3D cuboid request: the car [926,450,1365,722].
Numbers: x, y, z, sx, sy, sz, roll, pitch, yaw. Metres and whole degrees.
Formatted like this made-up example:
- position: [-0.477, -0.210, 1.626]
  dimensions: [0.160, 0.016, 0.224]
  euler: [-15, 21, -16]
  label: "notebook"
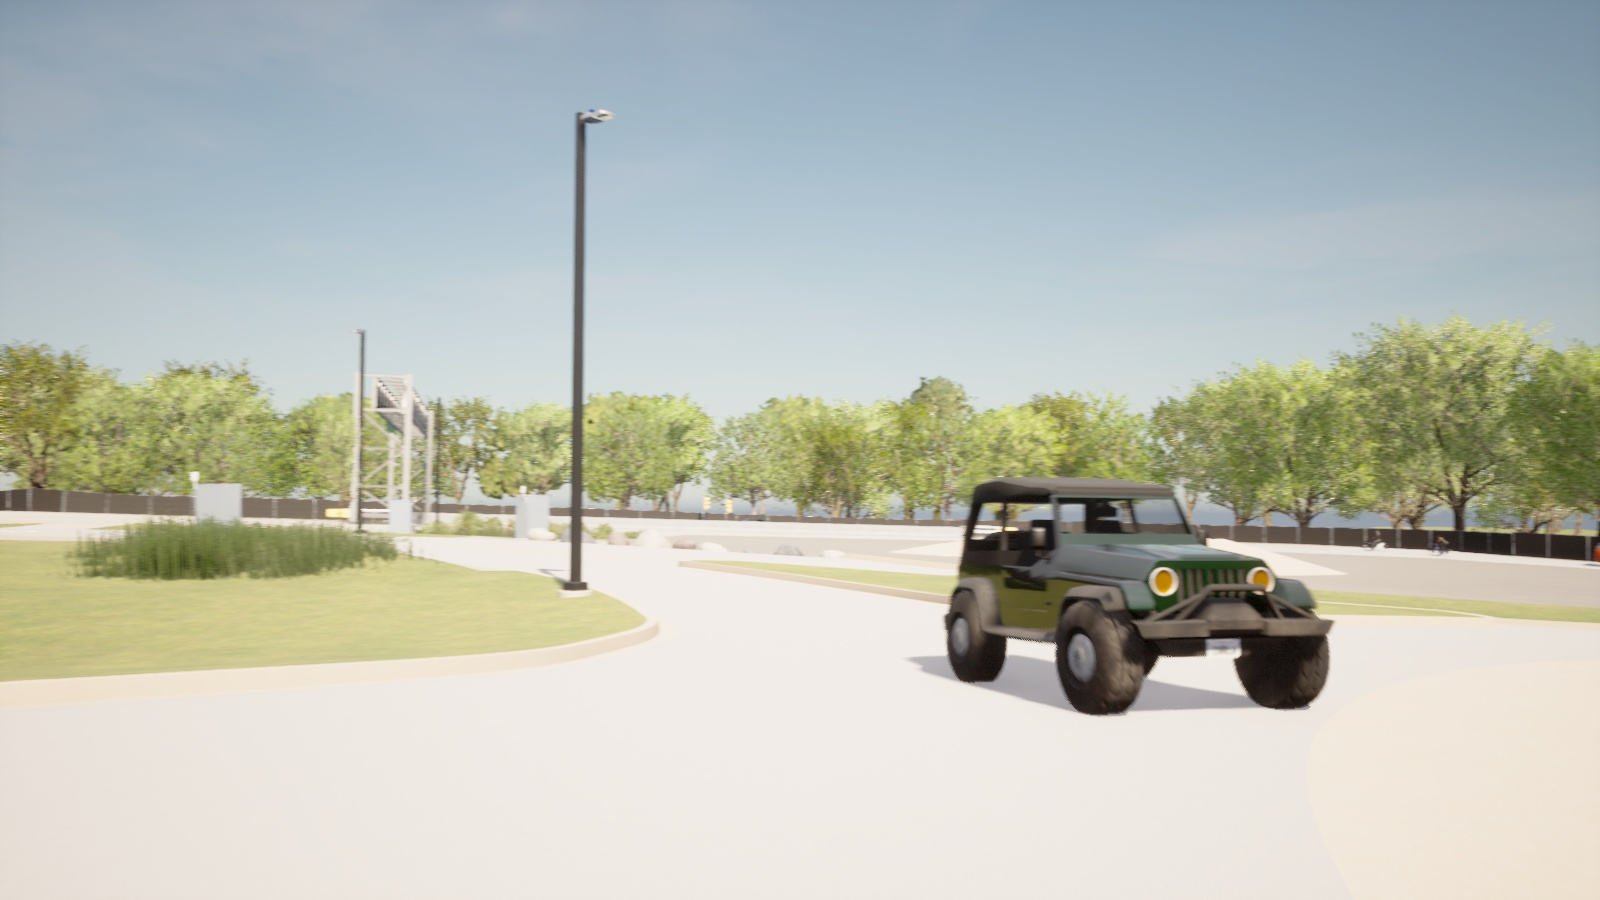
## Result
- position: [2.682, 1.103, 10.825]
  dimensions: [1.905, 1.878, 3.866]
  euler: [1, -5, -15]
  label: "car"
